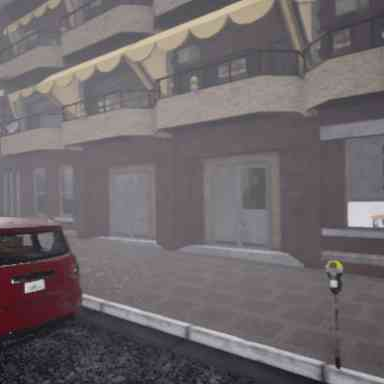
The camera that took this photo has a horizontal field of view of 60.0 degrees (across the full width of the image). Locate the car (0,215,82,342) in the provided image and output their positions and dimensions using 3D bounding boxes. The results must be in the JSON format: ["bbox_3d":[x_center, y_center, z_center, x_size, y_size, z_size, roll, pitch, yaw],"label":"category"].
[{"bbox_3d":[-4.008,1.322,5.755,5.009,1.841,2.192,0,-1,36],"label":"car"}]
